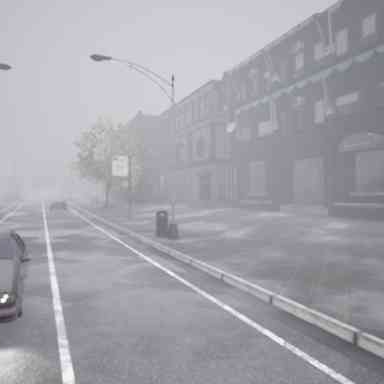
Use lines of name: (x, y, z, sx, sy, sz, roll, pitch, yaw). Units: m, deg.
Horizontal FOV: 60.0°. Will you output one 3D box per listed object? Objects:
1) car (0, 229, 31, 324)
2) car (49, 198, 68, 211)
car: (-4.573, 1.556, 7.179, 2.033, 1.411, 5.357, 0, 0, -24)
car: (-16.023, 1.431, 39.867, 1.812, 1.442, 4.674, 0, 1, -25)
